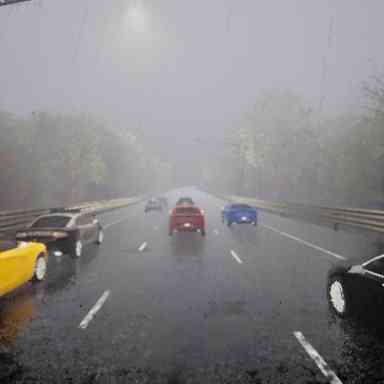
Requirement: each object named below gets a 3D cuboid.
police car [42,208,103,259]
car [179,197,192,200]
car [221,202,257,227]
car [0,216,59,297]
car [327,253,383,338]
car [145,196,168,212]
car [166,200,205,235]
[{"bbox_3d":[-4.815,1.453,12.866,1.930,1.638,5.238,0,0,-1],"label":"police car"},{"bbox_3d":[-0.728,1.343,37.739,2.097,1.767,4.553,0,0,-1],"label":"car"},{"bbox_3d":[3.114,1.453,22.684,1.882,1.535,5.008,0,0,-1],"label":"car"},{"bbox_3d":[-4.676,1.506,6.755,1.882,1.535,5.008,0,0,-1],"label":"car"},{"bbox_3d":[3.527,1.482,4.465,1.837,1.490,4.892,0,0,-1],"label":"car"},{"bbox_3d":[-4.280,1.559,38.389,2.033,1.411,5.357,0,0,-1],"label":"car"},{"bbox_3d":[-0.299,1.475,18.828,1.882,1.535,5.008,0,0,-1],"label":"car"}]
